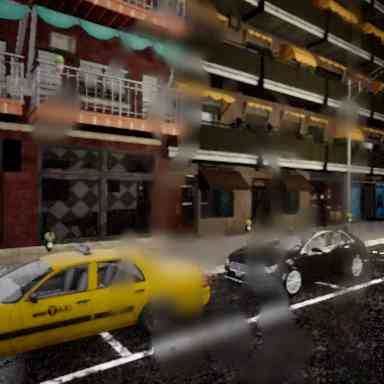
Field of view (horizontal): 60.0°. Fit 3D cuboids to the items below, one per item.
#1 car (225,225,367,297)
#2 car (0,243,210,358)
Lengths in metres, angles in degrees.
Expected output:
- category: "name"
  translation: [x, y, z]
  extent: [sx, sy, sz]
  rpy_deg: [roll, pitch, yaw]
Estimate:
- category: "car"
  translation: [2.799, 1.568, 8.554]
  extent: [4.403, 1.369, 2.008]
  rpy_deg: [0, 0, -36]
- category: "car"
  translation: [-1.948, 1.529, 5.164]
  extent: [4.829, 1.417, 1.752]
  rpy_deg: [0, 0, -36]
